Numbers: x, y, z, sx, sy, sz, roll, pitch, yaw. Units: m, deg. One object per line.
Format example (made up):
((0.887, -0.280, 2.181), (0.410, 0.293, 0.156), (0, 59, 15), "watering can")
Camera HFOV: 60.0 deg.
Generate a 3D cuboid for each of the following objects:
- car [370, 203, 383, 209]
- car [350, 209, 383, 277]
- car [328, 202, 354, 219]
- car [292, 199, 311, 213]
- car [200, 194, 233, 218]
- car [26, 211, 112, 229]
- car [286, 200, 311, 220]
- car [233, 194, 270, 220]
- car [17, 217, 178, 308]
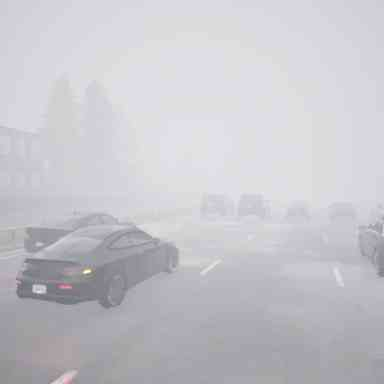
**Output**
((16.357, 1.604, 27.988), (1.895, 1.301, 4.718), (0, 0, 20), "car")
((6.221, 1.493, 9.875), (2.128, 1.511, 4.902), (0, 0, 20), "car")
((12.858, 1.550, 28.596), (2.033, 1.411, 5.357), (0, 0, 20), "car")
((12.565, 1.568, 38.207), (1.994, 1.385, 4.181), (0, 0, 18), "car")
((2.454, 1.223, 30.673), (2.150, 2.045, 5.566), (0, 0, 20), "car")
((-3.921, 1.478, 12.692), (1.882, 1.535, 5.008), (0, 0, 20), "car")
((8.986, 1.528, 28.158), (1.812, 1.442, 4.674), (0, 0, 20), "car")
((5.346, 1.224, 28.353), (2.150, 2.045, 5.566), (0, 0, 20), "car")
((-1.882, 1.526, 7.965), (1.812, 1.442, 4.674), (0, 0, 20), "car")
